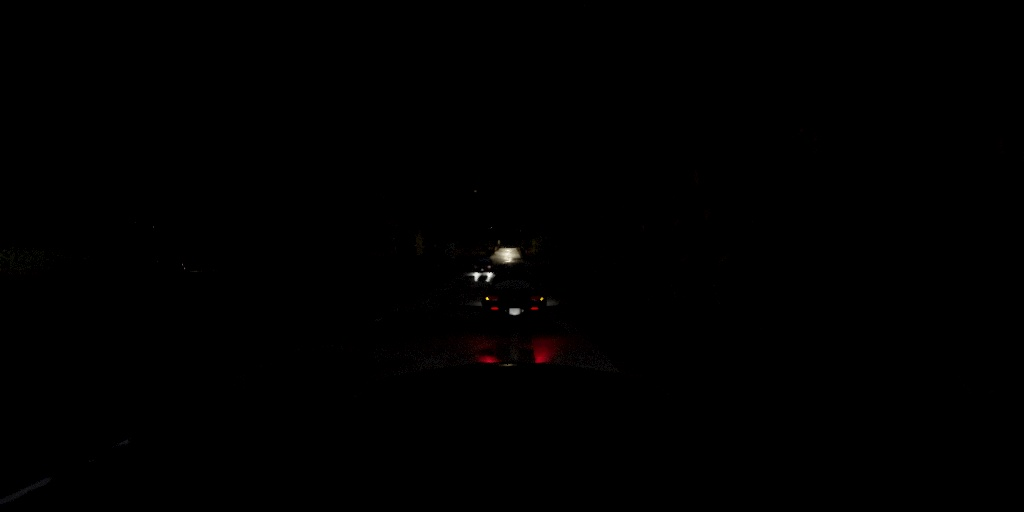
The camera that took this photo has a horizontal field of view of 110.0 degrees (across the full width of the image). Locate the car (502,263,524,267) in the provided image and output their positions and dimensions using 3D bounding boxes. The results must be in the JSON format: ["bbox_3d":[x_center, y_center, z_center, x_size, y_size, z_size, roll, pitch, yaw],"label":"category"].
[{"bbox_3d":[0.064,1.144,26.320,1.895,1.301,4.718,0,1,0],"label":"car"}]

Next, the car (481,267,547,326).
[{"bbox_3d":[0.065,1.243,11.406,1.812,1.442,4.674,0,0,0],"label":"car"}]

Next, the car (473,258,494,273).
[{"bbox_3d":[-2.794,0.875,36.696,2.033,1.411,5.357,0,1,1],"label":"car"}]
